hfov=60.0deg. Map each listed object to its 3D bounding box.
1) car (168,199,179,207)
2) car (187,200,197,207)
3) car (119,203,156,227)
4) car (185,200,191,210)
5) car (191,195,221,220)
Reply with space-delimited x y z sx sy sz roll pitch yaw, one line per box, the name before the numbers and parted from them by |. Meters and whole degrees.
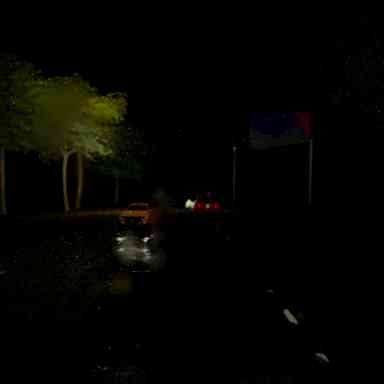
car | -3.499 2.055 63.649 1.882 1.535 5.008 0 -1 0
car | 0.019 2.142 63.670 1.994 1.385 4.181 0 -1 0
car | -3.592 1.477 22.610 1.882 1.535 5.008 0 0 0
car | 0.024 1.828 48.576 1.812 1.442 4.674 0 -1 0
car | 1.234 1.265 28.828 2.150 2.045 5.566 0 -1 0
